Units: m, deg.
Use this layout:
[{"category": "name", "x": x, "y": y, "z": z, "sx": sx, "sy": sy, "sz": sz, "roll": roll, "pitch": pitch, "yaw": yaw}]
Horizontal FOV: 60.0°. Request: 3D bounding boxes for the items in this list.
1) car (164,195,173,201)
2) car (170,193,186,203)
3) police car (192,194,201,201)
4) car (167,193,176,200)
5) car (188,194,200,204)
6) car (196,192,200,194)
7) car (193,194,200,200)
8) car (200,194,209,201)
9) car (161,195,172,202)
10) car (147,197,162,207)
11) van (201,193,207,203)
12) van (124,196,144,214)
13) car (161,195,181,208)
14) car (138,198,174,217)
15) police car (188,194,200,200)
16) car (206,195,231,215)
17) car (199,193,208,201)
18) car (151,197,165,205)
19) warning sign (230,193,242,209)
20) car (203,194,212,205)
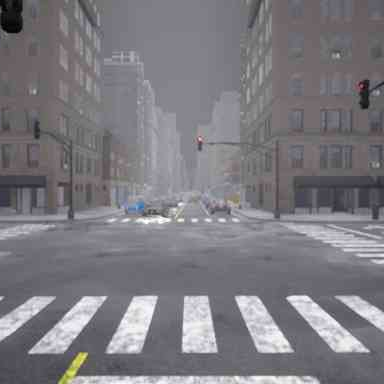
[{"category": "car", "x": -5.577, "y": 1.415, "z": 78.859, "sx": 1.752, "sy": 1.417, "sz": 4.829, "roll": 0, "pitch": 0, "yaw": 0}, {"category": "car", "x": -2.786, "y": 1.404, "z": 66.036, "sx": 2.128, "sy": 1.511, "sz": 4.902, "roll": 0, "pitch": 0, "yaw": 1}, {"category": "police car", "x": 1.081, "y": 1.313, "z": 79.751, "sx": 1.930, "sy": 1.638, "sz": 5.238, "roll": 0, "pitch": 0, "yaw": -1}, {"category": "car", "x": -5.536, "y": 1.184, "z": 90.366, "sx": 2.192, "sy": 1.841, "sz": 5.009, "roll": 0, "pitch": 0, "yaw": 0}, {"category": "car", "x": 0.225, "y": 1.516, "z": 63.254, "sx": 1.895, "sy": 1.301, "sz": 4.718, "roll": 0, "pitch": 0, "yaw": 0}, {"category": "car", "x": 0.261, "y": 1.192, "z": 73.227, "sx": 1.882, "sy": 1.535, "sz": 5.008, "roll": 0, "pitch": 0, "yaw": 0}, {"category": "car", "x": 1.107, "y": 1.326, "z": 89.846, "sx": 1.801, "sy": 1.575, "sz": 5.366, "roll": 0, "pitch": 0, "yaw": 0}, {"category": "car", "x": 2.949, "y": 1.329, "z": 79.008, "sx": 1.967, "sy": 1.590, "sz": 4.097, "roll": 0, "pitch": 0, "yaw": 0}, {"category": "car", "x": -5.597, "y": 1.444, "z": 73.360, "sx": 1.887, "sy": 1.381, "sz": 4.507, "roll": 0, "pitch": 0, "yaw": 0}, {"category": "car", "x": -5.679, "y": 1.516, "z": 50.688, "sx": 1.802, "sy": 1.307, "sz": 4.206, "roll": 0, "pitch": 0, "yaw": 0}, {"category": "van", "x": 2.866, "y": 1.267, "z": 56.331, "sx": 1.690, "sy": 1.788, "sz": 3.998, "roll": 0, "pitch": 0, "yaw": 0}, {"category": "van", "x": -5.741, "y": 1.297, "z": 33.683, "sx": 1.690, "sy": 1.788, "sz": 3.998, "roll": 0, "pitch": 0, "yaw": 0}, {"category": "car", "x": -2.928, "y": 1.504, "z": 46.029, "sx": 1.994, "sy": 1.385, "sz": 4.181, "roll": 0, "pitch": 0, "yaw": 0}, {"category": "car", "x": -3.202, "y": 1.524, "z": 30.273, "sx": 1.994, "sy": 1.385, "sz": 4.181, "roll": 0, "pitch": 0, "yaw": 6}, {"category": "police car", "x": 0.615, "y": 1.285, "z": 95.675, "sx": 1.930, "sy": 1.638, "sz": 5.238, "roll": 0, "pitch": 0, "yaw": -16}, {"category": "car", "x": 2.785, "y": 1.396, "z": 33.654, "sx": 1.967, "sy": 1.590, "sz": 4.097, "roll": 0, "pitch": 0, "yaw": 0}, {"category": "car", "x": 2.969, "y": 1.194, "z": 84.677, "sx": 2.192, "sy": 1.841, "sz": 5.009, "roll": 0, "pitch": 0, "yaw": 0}, {"category": "car", "x": -5.659, "y": 1.492, "z": 56.356, "sx": 1.947, "sy": 1.339, "sz": 4.313, "roll": 0, "pitch": 0, "yaw": 0}, {"category": "warning sign", "x": 5.208, "y": 1.064, "z": 39.639, "sx": 1.300, "sy": 1.860, "sz": 1.060, "roll": 0, "pitch": 0, "yaw": 0}, {"category": "car", "x": 2.826, "y": 1.382, "z": 44.992, "sx": 1.967, "sy": 1.590, "sz": 4.097, "roll": 0, "pitch": 0, "yaw": 0}]
